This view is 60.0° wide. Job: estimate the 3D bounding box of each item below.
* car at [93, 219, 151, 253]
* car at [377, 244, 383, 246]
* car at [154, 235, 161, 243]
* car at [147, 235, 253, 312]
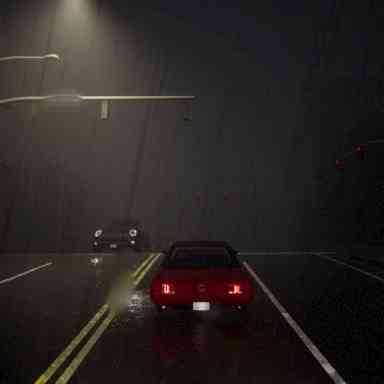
[{"bbox_3d":[-3.387,2.148,16.780,2.097,1.767,4.553,-1,-10,1],"label":"car"},{"bbox_3d":[17.324,4.594,26.726,4.902,1.511,2.128,4,-10,1],"label":"car"},{"bbox_3d":[-3.004,5.876,38.031,2.150,2.045,5.566,0,-10,1],"label":"car"},{"bbox_3d":[0.199,1.830,8.190,1.895,1.301,4.718,0,-2,1],"label":"car"}]
